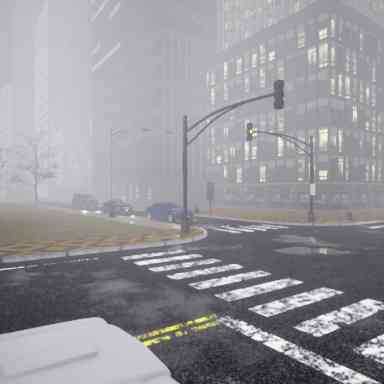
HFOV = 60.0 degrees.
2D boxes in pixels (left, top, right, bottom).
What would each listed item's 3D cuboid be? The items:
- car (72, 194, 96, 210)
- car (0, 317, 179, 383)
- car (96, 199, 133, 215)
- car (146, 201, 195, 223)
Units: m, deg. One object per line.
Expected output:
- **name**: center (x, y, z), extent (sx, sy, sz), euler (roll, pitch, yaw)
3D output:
- **car**: center (-13.838, 1.225, 42.899), extent (2.150, 2.045, 5.566), euler (0, 0, -35)
- **car**: center (-2.274, 1.601, 1.821), extent (4.718, 1.301, 1.895), euler (0, 0, -36)
- **car**: center (-7.752, 1.496, 34.257), extent (2.128, 1.511, 4.902), euler (0, 0, -35)
- **car**: center (-1.778, 1.482, 25.795), extent (1.882, 1.535, 5.008), euler (0, 0, -36)
